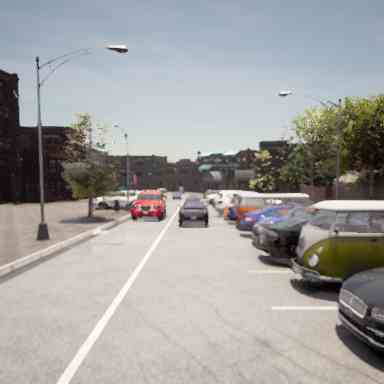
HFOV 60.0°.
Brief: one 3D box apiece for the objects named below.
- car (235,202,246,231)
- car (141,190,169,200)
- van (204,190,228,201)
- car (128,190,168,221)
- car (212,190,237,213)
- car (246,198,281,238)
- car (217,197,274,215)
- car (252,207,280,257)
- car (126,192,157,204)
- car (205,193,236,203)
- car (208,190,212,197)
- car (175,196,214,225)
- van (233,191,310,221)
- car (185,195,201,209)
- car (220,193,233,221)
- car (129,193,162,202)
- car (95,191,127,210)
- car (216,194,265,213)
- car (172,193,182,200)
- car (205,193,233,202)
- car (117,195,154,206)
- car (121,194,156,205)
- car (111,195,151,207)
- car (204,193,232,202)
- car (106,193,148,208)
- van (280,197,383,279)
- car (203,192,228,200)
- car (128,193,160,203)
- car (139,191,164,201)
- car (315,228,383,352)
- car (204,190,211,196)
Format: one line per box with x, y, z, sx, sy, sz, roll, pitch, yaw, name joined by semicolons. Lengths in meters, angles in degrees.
4.650;1.376;15.889;4.674;1.452;2.002;0;1;0;car
-7.642;0.535;68.711;5.566;2.045;2.435;0;1;0;car
4.542;0.678;63.374;4.442;1.987;1.878;0;1;0;van
-3.095;0.997;24.899;2.150;2.045;5.566;0;0;0;car
4.681;0.984;27.062;5.566;2.045;2.435;0;1;0;car
4.682;1.236;13.095;4.553;1.767;2.185;0;1;0;car
4.683;1.240;29.857;4.792;1.488;2.163;0;1;0;car
4.646;1.385;10.427;5.008;1.535;2.097;0;1;0;car
-7.704;0.893;51.185;4.553;1.767;2.185;0;1;0;car
4.651;0.985;55.123;4.892;1.521;2.231;0;1;0;car
4.687;0.984;41.154;4.553;1.767;2.185;0;1;0;car
0.103;1.292;22.049;2.128;1.511;4.902;0;0;0;car
4.769;1.085;18.680;4.442;1.987;1.878;0;1;0;van
0.106;1.171;39.351;1.812;1.442;4.674;0;0;0;car
4.622;1.135;24.268;4.553;1.767;2.185;0;1;0;car
-7.857;0.963;57.061;5.366;1.575;1.946;0;1;0;car
-7.703;0.899;36.493;5.566;2.045;2.435;0;1;0;car
4.686;1.060;32.648;4.553;1.767;2.185;0;1;0;car
-2.994;0.895;66.880;2.033;1.411;5.357;0;1;0;car
4.660;1.000;57.793;4.674;1.452;2.002;0;1;0;car
-7.671;1.112;45.309;4.674;1.452;2.002;0;1;0;car
-7.703;1.075;48.248;4.792;1.488;2.163;0;1;0;car
-7.672;1.139;42.247;4.674;1.452;2.002;0;0;0;car
4.665;0.936;60.583;4.892;1.521;2.231;0;1;0;car
-7.643;1.000;39.307;4.553;1.767;2.185;0;1;0;car
4.534;1.186;7.506;4.442;1.987;1.878;0;1;0;van
4.653;0.852;66.185;4.892;1.521;2.231;0;2;0;car
-7.679;0.995;53.998;4.892;1.521;2.231;0;1;0;car
-7.641;0.783;62.941;4.553;1.767;2.185;0;1;0;car
4.656;1.438;4.715;4.892;1.521;2.231;0;1;0;car
4.628;0.809;46.615;5.566;2.045;2.435;0;1;0;car
